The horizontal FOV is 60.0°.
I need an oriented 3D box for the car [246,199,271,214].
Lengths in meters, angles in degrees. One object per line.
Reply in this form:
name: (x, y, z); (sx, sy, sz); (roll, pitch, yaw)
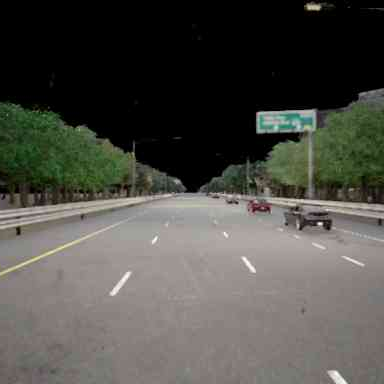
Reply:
car: (7.064, 1.476, 35.589); (1.882, 1.535, 5.008); (0, 0, 0)

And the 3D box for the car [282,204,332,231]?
car: (7.025, 1.500, 20.636); (1.837, 1.490, 4.892); (0, 0, 0)

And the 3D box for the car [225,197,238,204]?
car: (7.127, 1.564, 60.246); (1.895, 1.301, 4.718); (0, 0, 0)
